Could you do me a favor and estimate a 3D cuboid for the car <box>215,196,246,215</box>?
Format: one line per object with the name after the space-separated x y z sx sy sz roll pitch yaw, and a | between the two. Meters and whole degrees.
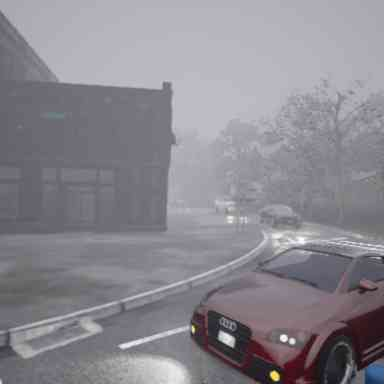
4.314 1.486 38.353 2.150 2.045 5.566 2 -1 -14 | car

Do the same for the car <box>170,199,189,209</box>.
-2.081 1.929 55.450 1.882 1.535 5.008 3 -2 -24 | car

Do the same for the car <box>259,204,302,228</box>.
6.229 1.638 23.836 1.882 1.535 5.008 2 0 -3 | car

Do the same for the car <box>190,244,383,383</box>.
2.037 1.562 5.135 4.181 1.385 1.994 0 0 -35 | car
